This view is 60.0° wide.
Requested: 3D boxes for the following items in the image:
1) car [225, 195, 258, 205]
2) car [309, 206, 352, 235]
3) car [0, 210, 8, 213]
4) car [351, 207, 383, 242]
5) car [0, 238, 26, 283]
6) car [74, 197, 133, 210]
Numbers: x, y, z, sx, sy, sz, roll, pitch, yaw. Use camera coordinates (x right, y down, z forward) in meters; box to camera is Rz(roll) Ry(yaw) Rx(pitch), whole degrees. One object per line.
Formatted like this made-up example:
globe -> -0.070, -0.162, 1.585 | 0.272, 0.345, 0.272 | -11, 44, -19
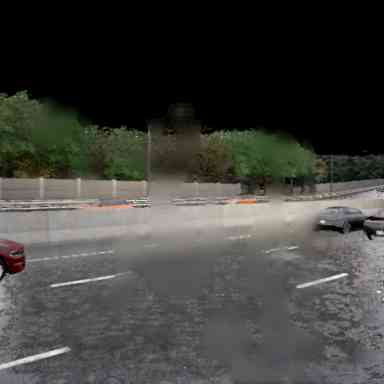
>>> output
car -> 6.344, 1.198, 42.701 | 4.553, 1.767, 2.097 | -1, 0, -35
car -> 8.354, 1.484, 18.258 | 4.181, 1.385, 1.994 | 0, 0, -35
car -> -11.173, 1.563, 17.516 | 4.181, 1.385, 1.994 | 0, 0, -35
car -> 9.562, 1.417, 14.824 | 4.902, 1.511, 2.128 | 0, 0, -35
car -> -6.592, 1.477, 7.640 | 5.008, 1.535, 1.882 | 0, 0, -36
car -> -6.701, 1.319, 24.989 | 4.553, 1.767, 2.097 | -1, 0, -35
